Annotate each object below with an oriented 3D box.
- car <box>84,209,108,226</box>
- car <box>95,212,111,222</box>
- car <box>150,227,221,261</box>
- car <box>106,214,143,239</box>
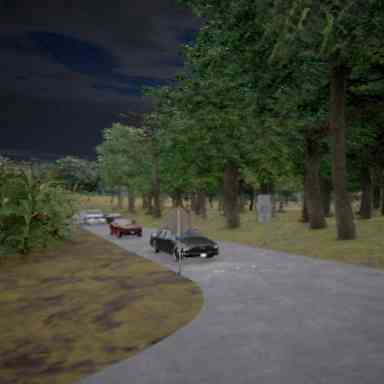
[{"bbox_3d":[-13.147,3.381,44.594,2.150,2.045,5.566,0,-2,-24],"label":"car"},{"bbox_3d":[-14.675,4.029,54.776,1.837,1.490,4.892,0,-2,-24],"label":"car"},{"bbox_3d":[-0.591,2.444,16.642,2.033,1.411,5.357,0,-3,-24],"label":"car"},{"bbox_3d":[-5.542,2.907,27.628,1.882,1.535,5.008,0,-2,-24],"label":"car"}]
